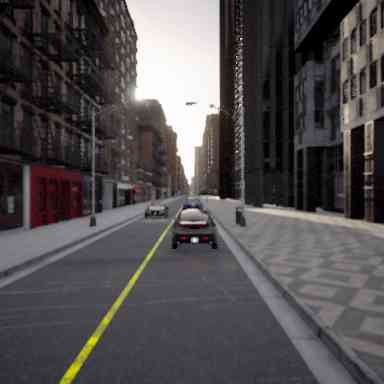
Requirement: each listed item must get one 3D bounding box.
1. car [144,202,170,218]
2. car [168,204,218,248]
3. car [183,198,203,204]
[{"bbox_3d":[-3.089,1.593,29.931,1.994,1.385,4.181,0,0,0],"label":"car"},{"bbox_3d":[0.103,1.521,14.817,1.837,1.490,4.892,0,0,0],"label":"car"},{"bbox_3d":[0.103,1.387,36.816,2.097,1.767,4.553,0,0,0],"label":"car"}]
